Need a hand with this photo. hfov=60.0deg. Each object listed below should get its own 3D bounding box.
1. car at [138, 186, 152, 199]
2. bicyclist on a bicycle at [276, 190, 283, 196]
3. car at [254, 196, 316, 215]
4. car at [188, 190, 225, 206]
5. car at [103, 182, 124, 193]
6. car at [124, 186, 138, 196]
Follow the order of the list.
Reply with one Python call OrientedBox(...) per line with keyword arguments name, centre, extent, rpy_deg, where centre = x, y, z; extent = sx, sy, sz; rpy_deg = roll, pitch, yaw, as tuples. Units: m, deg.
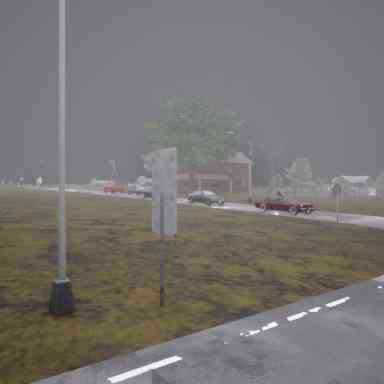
OrientedBox(name="car", centre=(-4.516, 0.018, 42.084), extent=(2.097, 1.767, 4.553), rpy_deg=(0, 2, -36))
OrientedBox(name="bicyclist on a bicycle", centre=(8.843, 0.664, 33.741), extent=(1.656, 1.620, 0.582), rpy_deg=(0, 2, -36))
OrientedBox(name="car", centre=(7.152, 0.998, 25.837), extent=(1.895, 1.301, 4.718), rpy_deg=(0, 2, -36))
OrientedBox(name="car", centre=(1.349, 0.554, 33.915), extent=(1.812, 1.442, 4.674), rpy_deg=(0, 2, -36))
OrientedBox(name="car", centre=(-14.168, -0.819, 60.379), extent=(2.150, 2.045, 5.566), rpy_deg=(0, 2, -36))
OrientedBox(name="car", centre=(-8.466, -0.188, 52.541), extent=(1.812, 1.442, 4.674), rpy_deg=(0, 2, -35))
